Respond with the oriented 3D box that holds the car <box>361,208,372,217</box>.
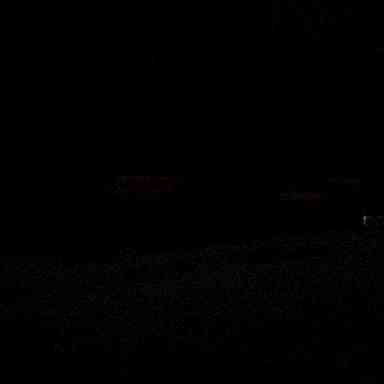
[{"bbox_3d":[18.233,2.113,38.519,1.812,1.442,4.674,-1,-1,-36],"label":"car"}]
